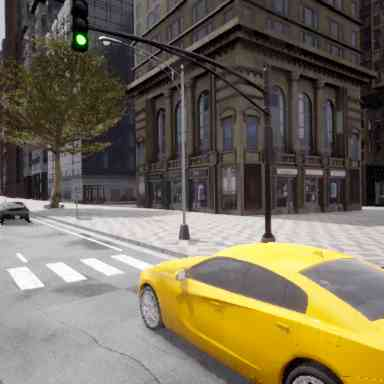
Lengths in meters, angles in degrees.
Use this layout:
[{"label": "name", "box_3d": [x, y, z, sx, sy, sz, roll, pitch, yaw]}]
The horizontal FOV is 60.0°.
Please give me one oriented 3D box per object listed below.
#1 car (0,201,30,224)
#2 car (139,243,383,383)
[{"label": "car", "box_3d": [-13.313, 1.457, 24.612, 1.837, 1.490, 4.892, -1, 0, -36]}, {"label": "car", "box_3d": [0.999, 1.458, 4.578, 1.882, 1.535, 5.008, -1, 0, -36]}]
